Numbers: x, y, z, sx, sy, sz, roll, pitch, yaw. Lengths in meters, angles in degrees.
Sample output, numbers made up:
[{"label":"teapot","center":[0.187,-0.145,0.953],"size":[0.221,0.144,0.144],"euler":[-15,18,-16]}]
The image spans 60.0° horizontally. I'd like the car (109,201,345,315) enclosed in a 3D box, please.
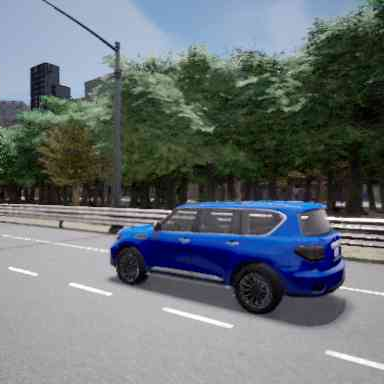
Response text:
[{"label":"car","center":[0.523,1.223,7.796],"size":[5.566,2.045,2.150],"euler":[0,0,36]}]
